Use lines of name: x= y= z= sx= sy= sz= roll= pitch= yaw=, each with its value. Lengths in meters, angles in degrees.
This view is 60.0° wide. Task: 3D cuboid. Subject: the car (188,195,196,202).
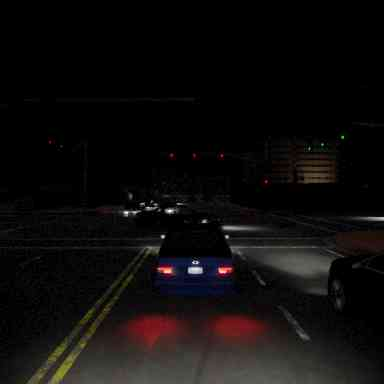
car: x=-0.050 y=1.531 z=74.368 sx=2.033 sy=1.411 sz=5.357 roll=0 pitch=0 yaw=0

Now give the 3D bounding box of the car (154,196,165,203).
car: x=-7.049 y=1.553 z=72.925 sx=1.994 sy=1.385 sz=4.181 roll=0 pitch=0 yaw=0

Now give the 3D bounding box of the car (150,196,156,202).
car: x=-7.128 y=1.505 z=51.956 sx=1.837 sy=1.490 sz=4.892 roll=0 pitch=0 yaw=0

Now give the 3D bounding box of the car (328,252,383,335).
car: x=3.560 y=1.491 z=4.624 sx=2.128 sy=1.511 sz=4.902 roll=0 pitch=0 yaw=0

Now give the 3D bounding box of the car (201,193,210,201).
car: x=3.443 y=1.228 z=84.616 sx=2.097 sy=1.767 sz=4.553 roll=0 pitch=0 yaw=0

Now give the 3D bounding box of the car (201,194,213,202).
car: x=3.450 y=1.344 z=74.660 sx=2.097 sy=1.767 sz=4.553 roll=0 pitch=0 yaw=0

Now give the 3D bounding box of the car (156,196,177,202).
car: x=-3.630 y=1.601 z=47.563 sx=1.895 sy=1.301 sz=4.718 roll=0 pitch=0 yaw=0

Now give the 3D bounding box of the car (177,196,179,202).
car: x=-3.622 y=1.492 z=56.880 sx=2.128 sy=1.511 sz=4.902 roll=0 pitch=0 yaw=0

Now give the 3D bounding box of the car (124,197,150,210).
car: x=-7.170 y=1.547 z=42.314 sx=2.033 sy=1.411 sz=5.357 roll=0 pitch=0 yaw=2

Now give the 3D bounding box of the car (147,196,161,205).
car: x=-7.104 y=1.547 z=62.399 sx=2.033 sy=1.411 sz=5.357 roll=0 pitch=0 yaw=0

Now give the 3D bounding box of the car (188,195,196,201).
car: x=-0.057 y=1.425 z=84.641 sx=1.994 sy=1.385 sz=4.181 roll=0 pitch=0 yaw=0

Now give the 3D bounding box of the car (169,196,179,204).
car: x=-3.566 y=1.505 z=66.926 sx=1.837 sy=1.490 sz=4.892 roll=0 pitch=0 yaw=0

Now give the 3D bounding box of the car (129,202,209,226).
car: x=-0.893 y=1.547 z=20.762 sx=5.357 sy=1.411 sz=2.033 roll=0 pitch=0 yaw=0

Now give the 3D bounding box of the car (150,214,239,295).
car: x=0.077 y=1.547 z=8.868 sx=2.033 sy=1.411 sz=5.357 roll=0 pitch=0 yaw=0
